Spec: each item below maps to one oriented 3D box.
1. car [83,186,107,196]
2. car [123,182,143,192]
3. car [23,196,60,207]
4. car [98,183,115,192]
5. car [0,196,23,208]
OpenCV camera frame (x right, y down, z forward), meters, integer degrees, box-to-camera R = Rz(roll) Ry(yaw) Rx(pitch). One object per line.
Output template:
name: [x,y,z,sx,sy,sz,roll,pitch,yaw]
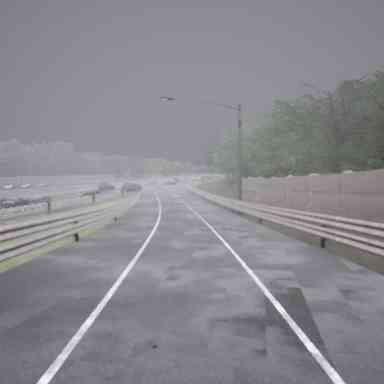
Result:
car: [-18.900,0.061,64.001,1.895,1.301,4.718,0,4,11]
car: [-12.991,-1.064,75.582,2.150,2.045,5.566,0,4,11]
car: [-19.391,1.250,43.855,1.837,1.490,4.892,0,4,11]
car: [-19.853,-1.116,76.963,2.150,2.045,5.566,0,4,11]
car: [-22.816,1.335,44.579,1.895,1.301,4.718,0,4,11]
